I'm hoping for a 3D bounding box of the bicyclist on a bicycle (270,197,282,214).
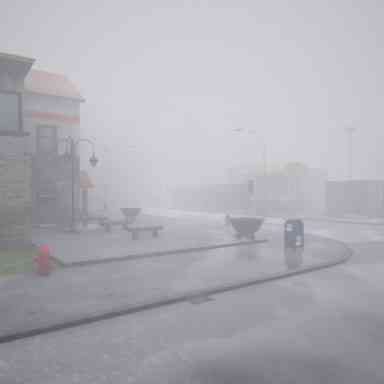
[{"bbox_3d":[8.116,1.343,32.064,1.656,1.620,0.582,0,0,-35],"label":"bicyclist on a bicycle"}]
